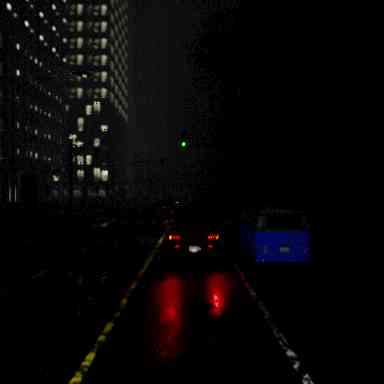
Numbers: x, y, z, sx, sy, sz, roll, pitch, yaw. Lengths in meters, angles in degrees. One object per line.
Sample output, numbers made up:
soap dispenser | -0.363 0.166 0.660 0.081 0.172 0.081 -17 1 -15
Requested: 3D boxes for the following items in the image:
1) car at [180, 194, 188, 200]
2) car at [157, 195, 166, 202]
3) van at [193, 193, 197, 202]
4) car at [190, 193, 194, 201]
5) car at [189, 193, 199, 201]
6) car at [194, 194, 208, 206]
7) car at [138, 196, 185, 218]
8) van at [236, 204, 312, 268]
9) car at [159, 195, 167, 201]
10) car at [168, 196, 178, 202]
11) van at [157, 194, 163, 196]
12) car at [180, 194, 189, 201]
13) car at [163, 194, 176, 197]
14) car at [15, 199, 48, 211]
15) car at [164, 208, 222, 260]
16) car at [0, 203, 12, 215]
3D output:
car | -2.137 1.260 89.396 1.882 1.535 5.008 0 0 -3
car | -7.028 1.510 76.276 1.887 1.381 4.507 0 0 -2
van | 1.589 1.319 60.048 1.690 1.788 3.998 0 0 -2
car | 0.981 1.488 76.840 1.752 1.417 4.829 0 0 -2
car | 0.507 1.266 87.757 2.192 1.841 5.009 0 0 -3
car | 1.753 1.507 54.676 1.752 1.417 4.829 0 0 -2
car | -3.048 1.450 29.770 1.882 1.535 5.008 1 0 -35
van | 2.526 1.340 10.962 1.690 1.788 3.998 0 0 0
car | -7.508 1.498 87.362 1.887 1.381 4.507 0 0 -3
car | -4.209 1.520 73.621 1.994 1.385 4.181 0 0 -2
van | -6.812 1.311 70.734 1.690 1.788 3.998 0 0 -2
car | -1.691 1.548 79.422 1.895 1.301 4.718 0 0 -3
car | -3.723 1.484 58.163 1.837 1.490 4.892 0 0 -1
car | -18.321 1.378 37.273 4.206 1.307 1.802 1 0 3
car | 0.043 1.525 12.234 1.812 1.442 4.674 0 0 0
car | -18.324 1.400 29.160 4.206 1.307 1.802 1 0 3
